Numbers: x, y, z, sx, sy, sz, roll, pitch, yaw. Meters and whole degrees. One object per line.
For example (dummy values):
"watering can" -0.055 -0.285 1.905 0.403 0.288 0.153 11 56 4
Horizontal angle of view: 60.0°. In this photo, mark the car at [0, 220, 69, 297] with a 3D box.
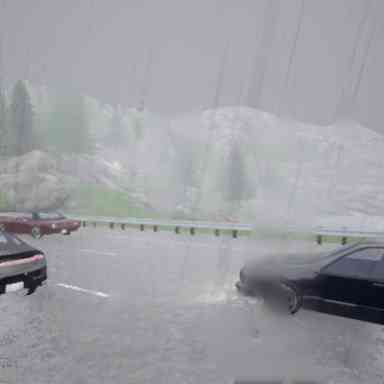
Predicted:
"car" -5.233 1.515 7.337 4.902 1.511 2.128 0 0 33

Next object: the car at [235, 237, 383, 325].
"car" 3.473 1.532 5.753 5.357 1.411 2.033 0 0 35

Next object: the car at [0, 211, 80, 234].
"car" -8.160 1.638 17.369 4.718 1.301 1.895 0 0 31
